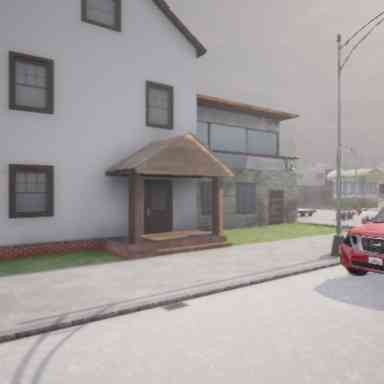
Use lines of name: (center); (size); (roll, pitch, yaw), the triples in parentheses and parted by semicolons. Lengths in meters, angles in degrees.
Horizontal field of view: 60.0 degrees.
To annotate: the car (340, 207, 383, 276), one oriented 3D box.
car: (6.422, 1.211, 9.178); (5.566, 2.045, 2.150); (0, 0, -35)
